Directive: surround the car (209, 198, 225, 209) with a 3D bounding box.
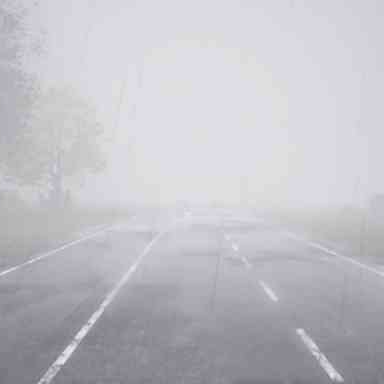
[{"bbox_3d":[3.488,1.548,46.131,1.882,1.535,5.008,0,0,0],"label":"car"}]

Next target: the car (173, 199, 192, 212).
[{"bbox_3d":[-1.121,1.570,40.098,1.837,1.490,4.892,0,0,7],"label":"car"}]
